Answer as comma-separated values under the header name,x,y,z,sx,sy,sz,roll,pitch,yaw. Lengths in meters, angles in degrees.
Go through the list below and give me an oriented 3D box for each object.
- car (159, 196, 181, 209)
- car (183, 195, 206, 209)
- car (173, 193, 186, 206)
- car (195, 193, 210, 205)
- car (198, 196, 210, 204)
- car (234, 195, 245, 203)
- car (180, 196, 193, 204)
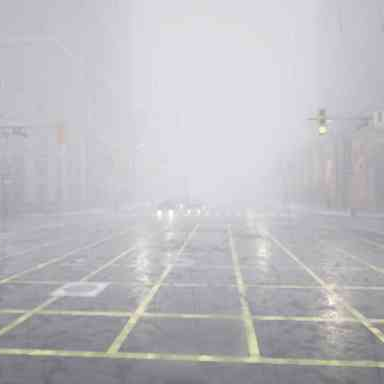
name,x,y,z,sx,sy,sz,roll,pitch,yaw
car,-3.102,1.600,44.293,1.895,1.301,4.718,0,0,5
car,0.467,1.523,44.972,2.033,1.411,5.357,0,0,5
car,-2.108,1.210,54.927,2.150,2.045,5.566,0,0,6
car,1.417,1.187,54.969,2.150,2.045,5.566,0,0,6
car,2.391,1.518,64.754,1.994,1.385,4.181,0,0,5
car,9.654,1.406,67.171,2.128,1.511,4.902,0,0,5
car,-1.034,1.577,65.705,1.895,1.301,4.718,0,0,5
